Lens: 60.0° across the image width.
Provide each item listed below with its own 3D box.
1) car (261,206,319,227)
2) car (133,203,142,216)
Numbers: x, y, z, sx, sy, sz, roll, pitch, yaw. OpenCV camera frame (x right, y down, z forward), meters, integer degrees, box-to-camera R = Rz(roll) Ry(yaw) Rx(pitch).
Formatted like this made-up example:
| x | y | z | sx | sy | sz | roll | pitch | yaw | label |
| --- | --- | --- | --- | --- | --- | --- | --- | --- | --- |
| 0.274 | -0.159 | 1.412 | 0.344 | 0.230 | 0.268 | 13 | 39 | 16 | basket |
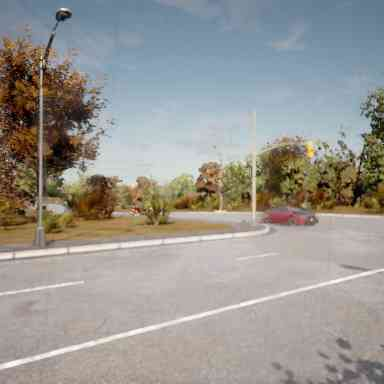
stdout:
| x | y | z | sx | sy | sz | roll | pitch | yaw | label |
| --- | --- | --- | --- | --- | --- | --- | --- | --- | --- |
| 7.073 | 1.725 | 24.316 | 1.994 | 1.385 | 4.181 | 0 | -1 | -33 | car |
| -6.388 | 2.288 | 45.296 | 2.097 | 1.767 | 4.553 | 0 | -3 | -33 | car |
